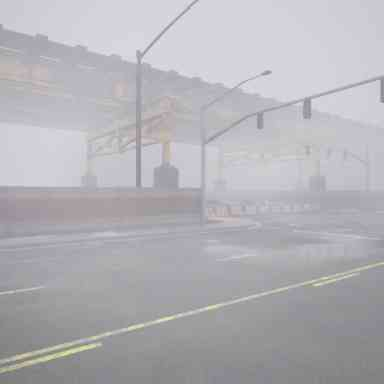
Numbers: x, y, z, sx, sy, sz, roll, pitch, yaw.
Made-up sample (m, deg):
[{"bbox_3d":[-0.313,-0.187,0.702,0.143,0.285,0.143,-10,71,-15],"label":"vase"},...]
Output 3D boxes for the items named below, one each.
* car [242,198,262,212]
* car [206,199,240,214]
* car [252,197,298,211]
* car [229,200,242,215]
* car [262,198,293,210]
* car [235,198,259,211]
[{"bbox_3d":[6.084,1.453,36.393,2.038,1.542,4.974,0,0,18],"label":"car"},{"bbox_3d":[2.288,1.295,33.715,4.536,1.218,1.853,0,0,8],"label":"car"},{"bbox_3d":[9.995,1.453,40.152,4.974,1.542,2.038,0,0,-7],"label":"car"},{"bbox_3d":[2.339,1.453,33.708,4.974,1.542,2.038,0,0,8],"label":"car"},{"bbox_3d":[9.944,1.295,40.145,4.536,1.218,1.853,0,0,-7],"label":"car"},{"bbox_3d":[6.100,1.295,36.442,1.853,1.218,4.536,0,0,18],"label":"car"}]
